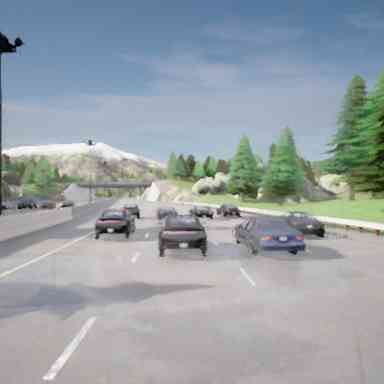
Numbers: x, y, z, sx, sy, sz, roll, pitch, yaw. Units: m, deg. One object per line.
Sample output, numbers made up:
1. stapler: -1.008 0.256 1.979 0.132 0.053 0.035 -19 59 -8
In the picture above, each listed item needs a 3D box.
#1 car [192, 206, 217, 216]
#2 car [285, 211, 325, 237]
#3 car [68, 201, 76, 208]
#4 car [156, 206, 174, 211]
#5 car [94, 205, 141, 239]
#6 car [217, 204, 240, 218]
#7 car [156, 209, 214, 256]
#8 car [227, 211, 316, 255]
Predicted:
1. car: 0.838 2.084 34.124 1.895 1.301 4.718 0 -1 -9
2. car: 6.132 1.844 19.779 1.994 1.385 4.181 0 -1 -5
3. car: -22.303 2.337 60.494 1.882 1.535 5.008 0 -1 -11
4. car: -2.679 2.082 33.952 1.895 1.301 4.718 0 -1 -9
5. car: -4.352 1.766 19.271 2.128 1.511 4.902 0 -1 -5
6. car: 3.943 2.042 36.558 1.812 1.442 4.674 0 -1 -10
7. car: -0.440 1.692 14.089 2.128 1.511 4.902 0 -1 -4
8. car: 3.083 1.751 14.353 2.033 1.411 5.357 0 -1 -4
